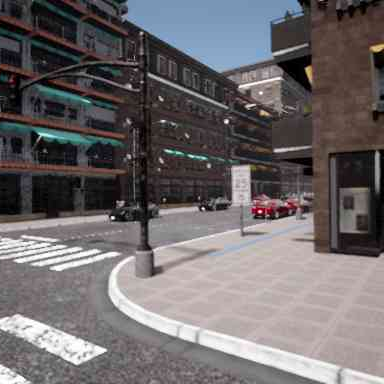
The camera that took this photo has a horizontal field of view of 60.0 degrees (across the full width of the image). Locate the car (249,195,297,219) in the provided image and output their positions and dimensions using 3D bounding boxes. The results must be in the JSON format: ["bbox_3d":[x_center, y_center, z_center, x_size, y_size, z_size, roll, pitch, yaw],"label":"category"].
[{"bbox_3d":[5.969,1.197,24.698,1.887,1.381,4.507,0,1,35],"label":"car"}]

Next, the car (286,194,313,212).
[{"bbox_3d":[9.177,1.144,29.364,1.802,1.307,4.206,0,1,35],"label":"car"}]

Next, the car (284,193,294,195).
[{"bbox_3d":[15.414,0.870,52.729,1.947,1.339,4.313,0,1,35],"label":"car"}]

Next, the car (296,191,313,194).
[{"bbox_3d":[15.228,0.859,42.542,2.128,1.511,4.902,-1,0,35],"label":"car"}]

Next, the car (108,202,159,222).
[{"bbox_3d":[-4.284,1.416,25.058,1.947,1.339,4.313,0,1,35],"label":"car"}]

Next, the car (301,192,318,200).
[{"bbox_3d":[21.944,0.674,61.977,2.008,1.369,4.403,0,1,35],"label":"car"}]

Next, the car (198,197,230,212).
[{"bbox_3d":[2.353,1.232,34.236,1.947,1.339,4.313,0,1,35],"label":"car"}]

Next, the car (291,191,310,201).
[{"bbox_3d":[18.679,0.654,57.351,1.967,1.590,4.097,0,1,35],"label":"car"}]
